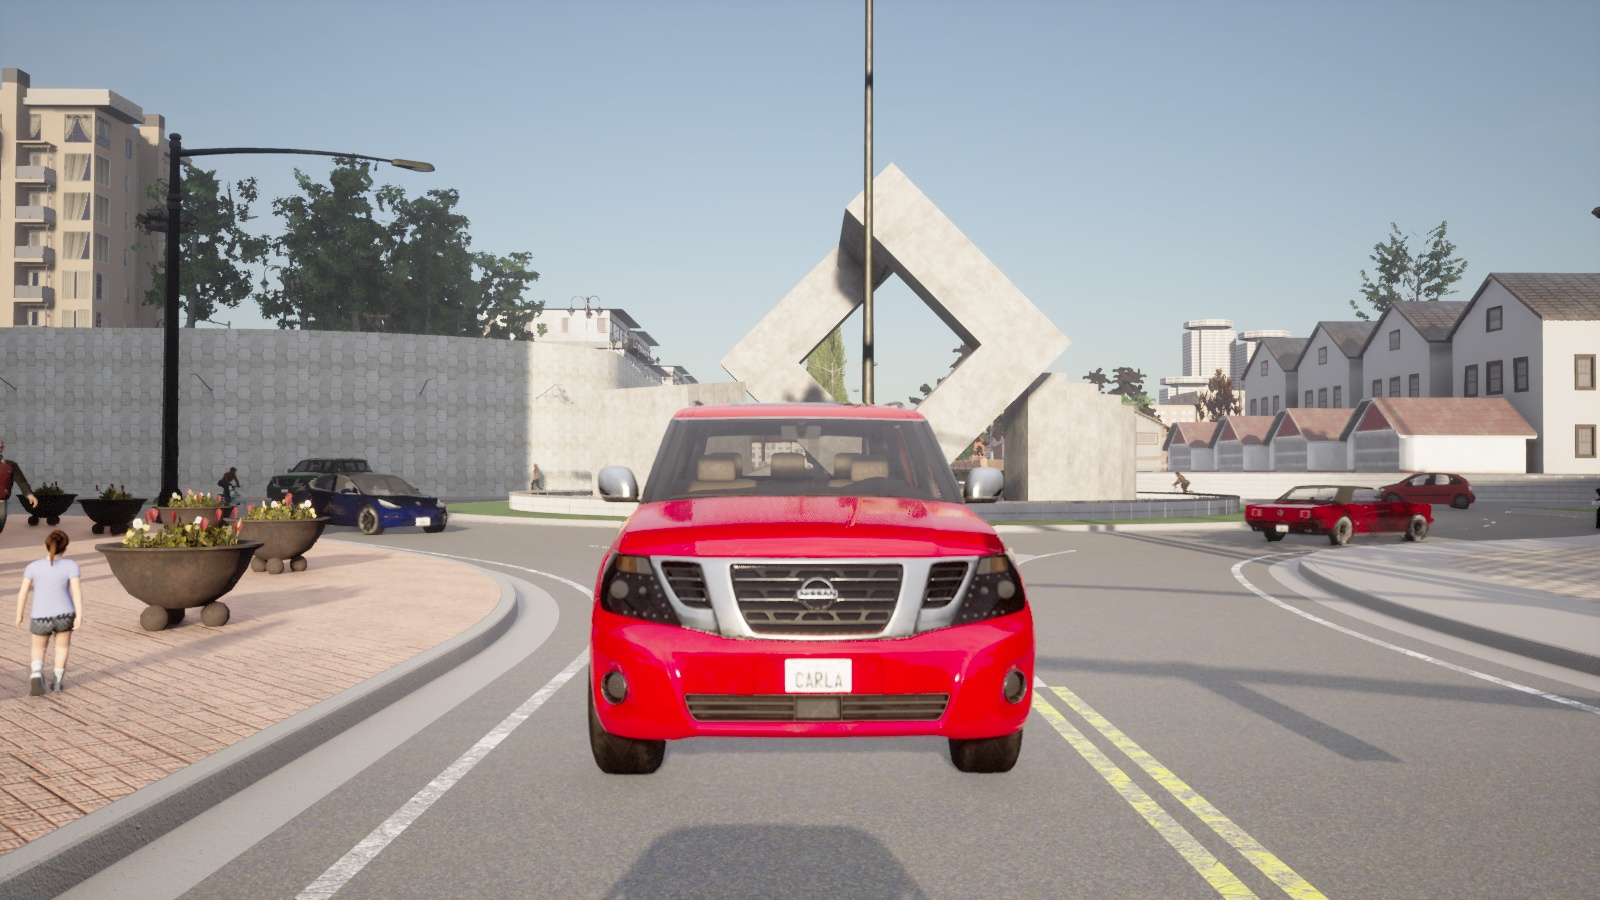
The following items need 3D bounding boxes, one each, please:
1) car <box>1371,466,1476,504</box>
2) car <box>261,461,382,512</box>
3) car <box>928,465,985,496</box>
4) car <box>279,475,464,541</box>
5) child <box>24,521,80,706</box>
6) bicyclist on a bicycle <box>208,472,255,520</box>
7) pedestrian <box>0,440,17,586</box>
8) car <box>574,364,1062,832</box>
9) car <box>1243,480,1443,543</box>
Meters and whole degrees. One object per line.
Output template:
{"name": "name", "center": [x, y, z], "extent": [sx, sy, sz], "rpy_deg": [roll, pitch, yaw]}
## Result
{"name": "car", "center": [27.452, 1.532, 55.453], "extent": [3.988, 1.617, 1.851], "rpy_deg": [-1, -1, 21]}
{"name": "car", "center": [-20.191, 1.508, 53.343], "extent": [2.150, 2.045, 5.566], "rpy_deg": [0, -1, 12]}
{"name": "car", "center": [9.716, 1.902, 78.186], "extent": [1.932, 1.855, 4.605], "rpy_deg": [-1, -1, -14]}
{"name": "car", "center": [-10.671, 1.379, 31.133], "extent": [4.792, 1.488, 2.163], "rpy_deg": [-1, -1, 40]}
{"name": "child", "center": [-4.695, 1.011, 7.891], "extent": [0.255, 1.110, 0.394], "rpy_deg": [0, -1, -24]}
{"name": "bicyclist on a bicycle", "center": [-19.709, 1.576, 43.549], "extent": [1.656, 1.620, 0.582], "rpy_deg": [0, 0, 27]}
{"name": "pedestrian", "center": [-10.365, 0.800, 16.140], "extent": [0.376, 1.854, 0.720], "rpy_deg": [1, -1, -43]}
{"name": "car", "center": [-0.016, 0.670, 8.321], "extent": [2.150, 2.045, 5.566], "rpy_deg": [0, -1, -2]}
{"name": "car", "center": [12.365, 1.343, 28.500], "extent": [4.718, 1.301, 1.895], "rpy_deg": [0, -1, -34]}
